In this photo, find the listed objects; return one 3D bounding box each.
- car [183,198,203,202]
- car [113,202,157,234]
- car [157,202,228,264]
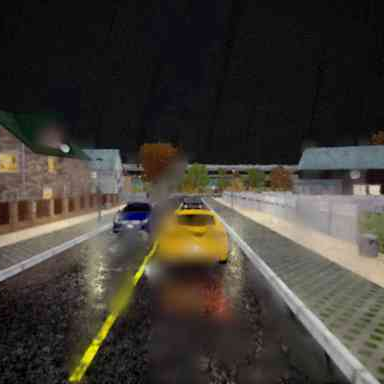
[{"bbox_3d":[0.094,1.203,30.365,1.895,1.301,4.718,0,1,0],"label":"car"},{"bbox_3d":[-2.849,1.290,17.639,1.812,1.442,4.674,0,1,0],"label":"car"},{"bbox_3d":[0.081,1.325,11.228,1.882,1.535,5.008,0,1,0],"label":"car"}]
